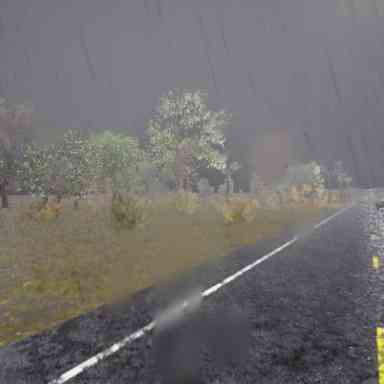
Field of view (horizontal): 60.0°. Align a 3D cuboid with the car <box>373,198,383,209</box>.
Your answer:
[{"bbox_3d":[29.491,1.908,51.300,1.837,1.490,4.892,-1,-1,28],"label":"car"}]

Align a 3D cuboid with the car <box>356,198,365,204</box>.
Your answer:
[{"bbox_3d":[40.792,2.188,80.327,2.033,1.411,5.357,-1,-1,28],"label":"car"}]

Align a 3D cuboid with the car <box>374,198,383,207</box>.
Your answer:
[{"bbox_3d":[36.349,2.006,64.464,1.837,1.490,4.892,-1,-1,28],"label":"car"}]
